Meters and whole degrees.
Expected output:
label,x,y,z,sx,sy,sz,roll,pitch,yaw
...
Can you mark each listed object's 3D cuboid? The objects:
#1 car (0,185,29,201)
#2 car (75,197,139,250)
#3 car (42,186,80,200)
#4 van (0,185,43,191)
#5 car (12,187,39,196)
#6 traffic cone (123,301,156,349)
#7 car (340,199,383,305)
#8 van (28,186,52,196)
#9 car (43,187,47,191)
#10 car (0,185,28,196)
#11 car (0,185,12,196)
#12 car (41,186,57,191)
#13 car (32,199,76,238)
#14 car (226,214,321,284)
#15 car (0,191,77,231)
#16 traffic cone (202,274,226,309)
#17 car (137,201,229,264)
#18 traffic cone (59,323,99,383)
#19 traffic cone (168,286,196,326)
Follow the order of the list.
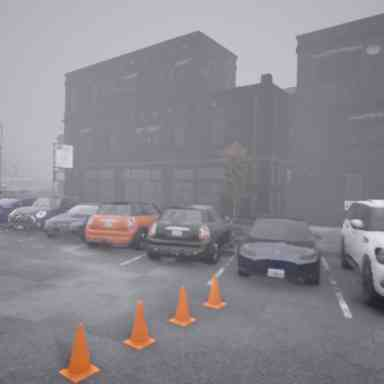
label,x,y,z,sx,sy,sz,roll,pitch,yaw
car,-26.657,0.080,47.668,5.566,2.045,2.435,2,1,15
car,-2.230,1.137,13.377,2.185,1.767,4.553,1,0,17
car,-21.614,0.094,54.933,5.566,2.045,2.435,2,1,15
van,-11.827,0.746,20.681,1.878,1.987,4.442,1,0,16
car,-33.619,-0.178,67.351,4.553,1.767,2.185,1,0,15
traffic cone,-0.756,1.877,4.812,0.340,0.580,0.340,2,1,37
car,5.007,1.236,8.001,2.435,2.045,5.566,2,0,17
van,-31.966,-0.274,69.836,4.442,1.987,1.878,1,1,15
car,-25.021,0.364,50.084,4.792,1.488,2.163,2,1,15
car,-35.296,-0.309,64.865,5.566,2.045,2.435,1,0,15
car,-37.087,-0.315,62.384,5.566,2.045,2.435,1,1,15
car,-23.315,0.089,52.511,5.566,2.045,2.435,2,1,15
car,-4.628,1.229,15.200,2.002,1.452,4.674,2,0,17
car,2.594,1.441,9.793,2.163,1.488,4.792,2,0,17
car,-7.019,0.991,17.018,2.185,1.767,4.553,2,0,16
traffic cone,0.436,1.881,6.418,0.340,0.580,0.340,2,1,37
car,0.177,1.211,11.586,2.185,1.767,4.553,1,0,17
traffic cone,-1.351,1.876,4.009,0.340,0.580,0.340,2,1,37
traffic cone,-0.160,1.879,5.615,0.340,0.580,0.340,2,1,37
